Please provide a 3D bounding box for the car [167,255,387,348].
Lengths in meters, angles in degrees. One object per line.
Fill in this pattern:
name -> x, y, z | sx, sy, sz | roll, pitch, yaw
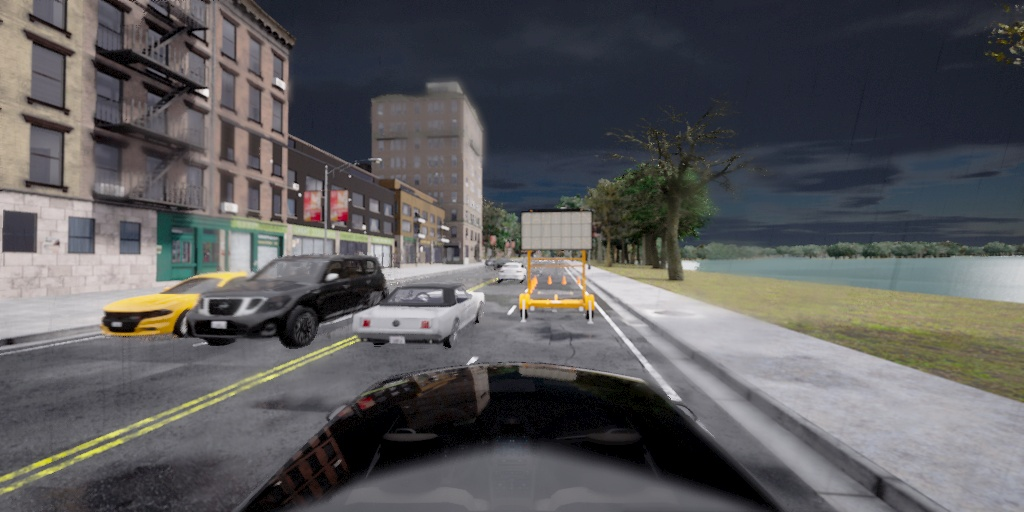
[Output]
car -> -5.421, 0.992, 9.768 | 2.150, 2.045, 5.566 | 0, 0, 7

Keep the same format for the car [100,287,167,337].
car -> -8.602, 1.253, 10.551 | 1.882, 1.535, 5.008 | 0, 0, 7

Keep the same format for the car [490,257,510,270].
car -> -1.117, 0.971, 46.468 | 2.097, 1.767, 4.553 | 0, 0, 7

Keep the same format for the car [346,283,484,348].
car -> -2.002, 1.366, 9.298 | 1.895, 1.301, 4.718 | 0, 0, 7

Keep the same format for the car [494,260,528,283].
car -> 0.115, 1.236, 27.279 | 1.812, 1.442, 4.674 | 0, 0, 7

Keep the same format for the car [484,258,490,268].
car -> -3.132, 1.043, 57.101 | 2.128, 1.511, 4.902 | 0, 0, 7

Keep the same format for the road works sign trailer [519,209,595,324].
road works sign trailer -> 1.505, 0.220, 12.157 | 2.380, 3.560, 2.880 | 0, 0, 7
